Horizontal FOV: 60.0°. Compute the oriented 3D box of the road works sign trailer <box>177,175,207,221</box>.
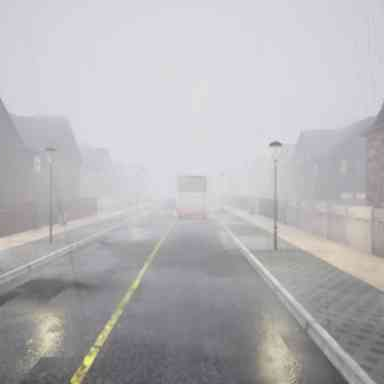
[{"bbox_3d":[0.003,0.441,27.255,2.380,3.560,2.880,0,0,0],"label":"road works sign trailer"}]

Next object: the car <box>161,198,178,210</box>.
[{"bbox_3d":[-2.839,1.475,42.064,1.882,1.535,5.008,0,0,0],"label":"car"}]
